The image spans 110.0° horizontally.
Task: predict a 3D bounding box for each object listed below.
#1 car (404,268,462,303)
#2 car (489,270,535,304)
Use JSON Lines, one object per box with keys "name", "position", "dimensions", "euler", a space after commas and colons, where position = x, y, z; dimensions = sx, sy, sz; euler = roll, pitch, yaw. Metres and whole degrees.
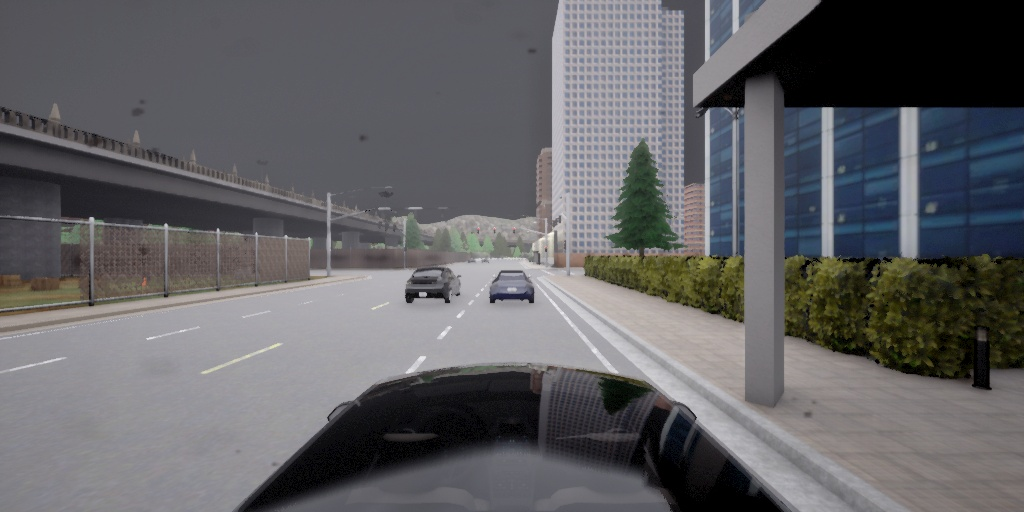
{"name": "car", "position": [-3.500, 1.265, 16.500], "dimensions": [1.837, 1.490, 4.892], "euler": [0, 0, 0]}
{"name": "car", "position": [0.000, 1.321, 16.500], "dimensions": [1.994, 1.385, 4.181], "euler": [0, 0, 0]}
